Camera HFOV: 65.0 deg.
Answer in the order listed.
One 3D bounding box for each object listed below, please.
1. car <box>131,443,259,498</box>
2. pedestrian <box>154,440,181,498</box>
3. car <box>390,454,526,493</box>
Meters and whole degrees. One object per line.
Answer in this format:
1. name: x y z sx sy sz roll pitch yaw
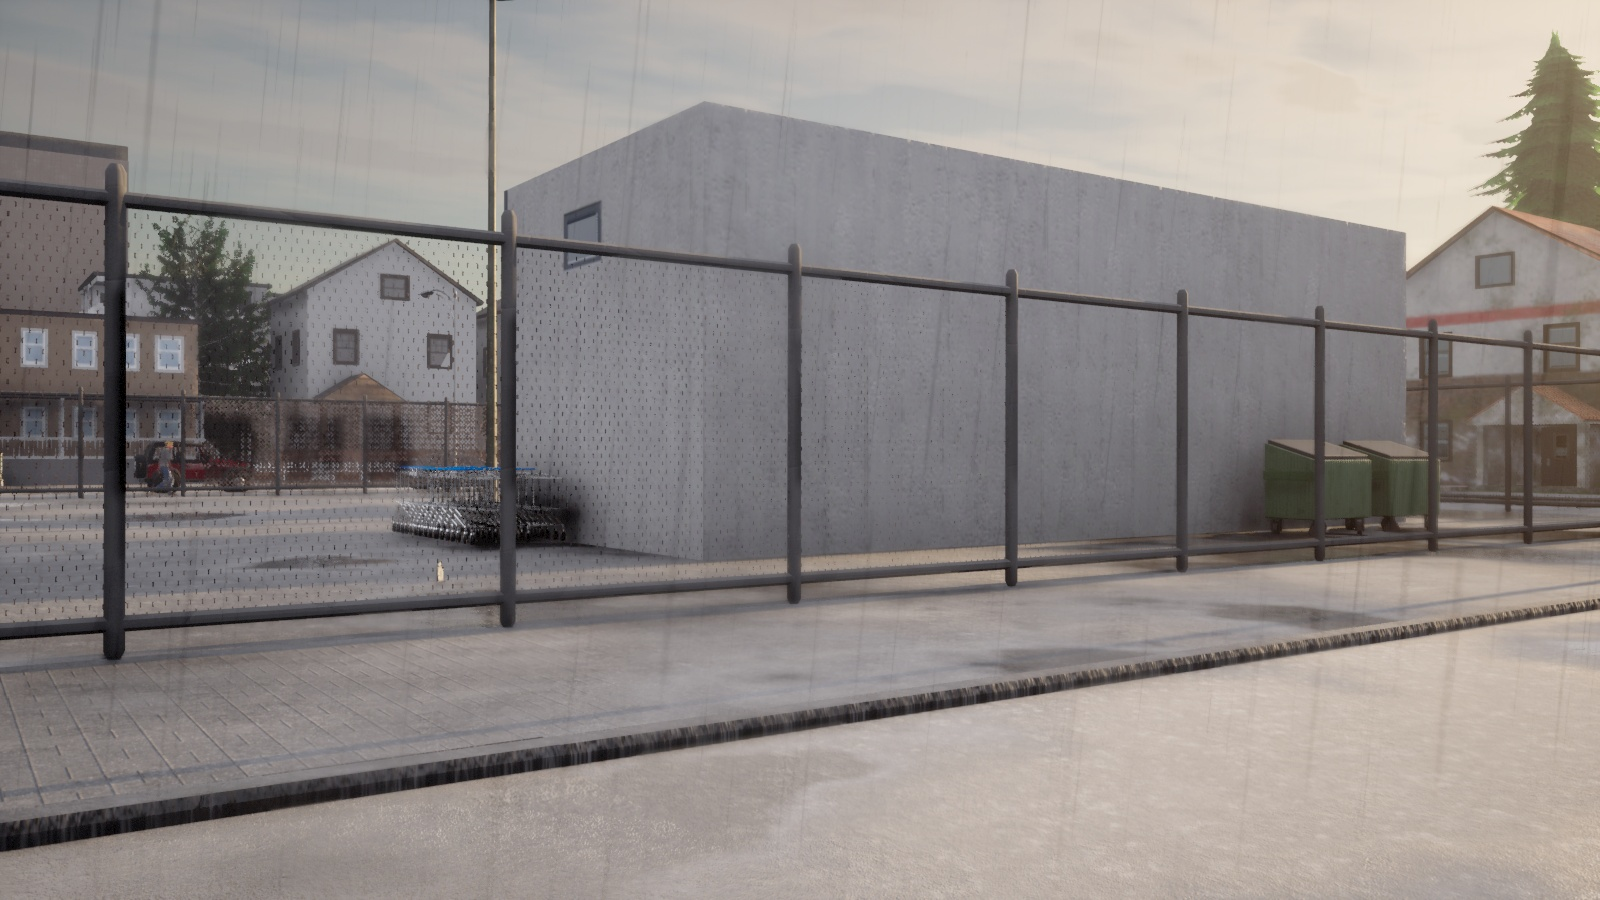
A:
1. car: -21.459 0.695 44.568 3.866 1.878 1.905 0 0 -34
2. pedestrian: -20.199 0.595 40.095 0.706 1.836 0.354 0 0 -38
3. car: -13.605 0.901 50.073 4.892 1.490 1.837 0 0 -33
